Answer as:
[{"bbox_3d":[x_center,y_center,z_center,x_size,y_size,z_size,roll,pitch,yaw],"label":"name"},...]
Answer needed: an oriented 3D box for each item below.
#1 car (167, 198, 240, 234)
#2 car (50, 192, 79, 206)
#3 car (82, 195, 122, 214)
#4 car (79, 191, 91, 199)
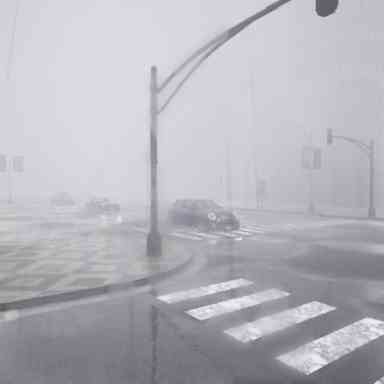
[{"bbox_3d":[0.523,1.171,18.287,2.097,1.767,4.553,0,1,-36],"label":"car"},{"bbox_3d":[-16.054,0.765,41.333,2.097,1.767,4.553,0,1,-36],"label":"car"},{"bbox_3d":[-8.126,1.211,30.297,1.895,1.301,4.718,0,1,-36],"label":"car"},{"bbox_3d":[-21.705,0.515,66.168,1.882,1.535,5.008,0,1,-36],"label":"car"}]
